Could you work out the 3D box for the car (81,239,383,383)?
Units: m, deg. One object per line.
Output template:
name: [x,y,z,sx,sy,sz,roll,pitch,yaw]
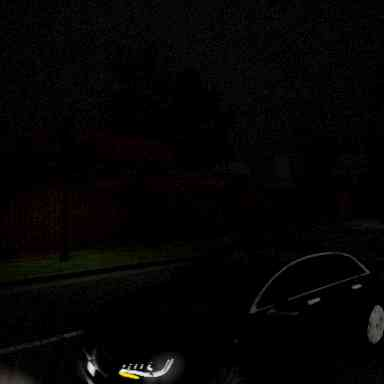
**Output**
car: [0.988,1.504,4.687,4.892,1.490,1.837,0,0,-35]
